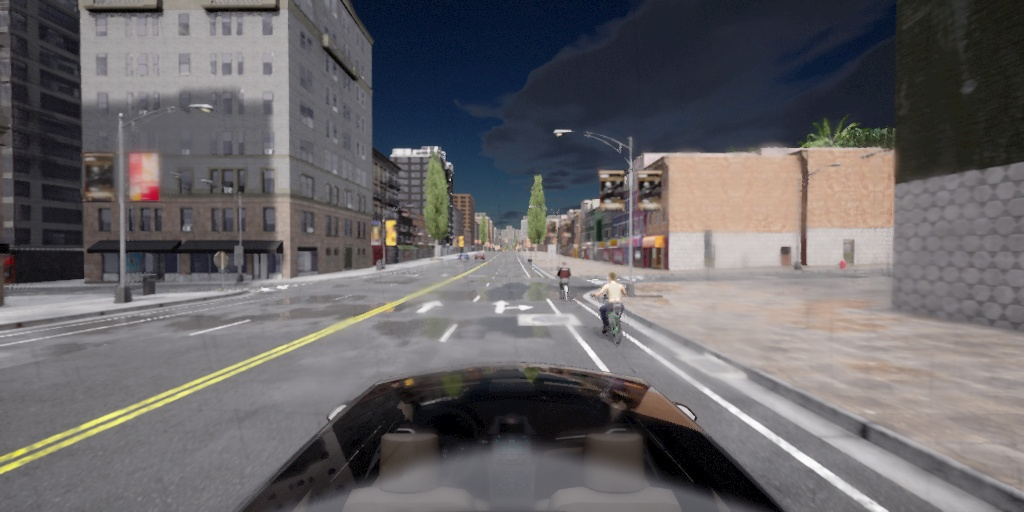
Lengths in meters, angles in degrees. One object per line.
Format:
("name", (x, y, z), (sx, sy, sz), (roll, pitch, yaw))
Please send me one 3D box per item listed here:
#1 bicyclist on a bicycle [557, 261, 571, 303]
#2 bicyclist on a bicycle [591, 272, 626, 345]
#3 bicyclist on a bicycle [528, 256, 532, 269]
("bicyclist on a bicycle", (2.250, 1.110, 15.636), (0.659, 1.776, 1.843), (0, 0, 0))
("bicyclist on a bicycle", (2.351, 1.182, 8.499), (0.866, 1.612, 1.509), (0, 0, 0))
("bicyclist on a bicycle", (2.253, 0.899, 44.907), (0.659, 1.776, 1.843), (0, 1, 0))
